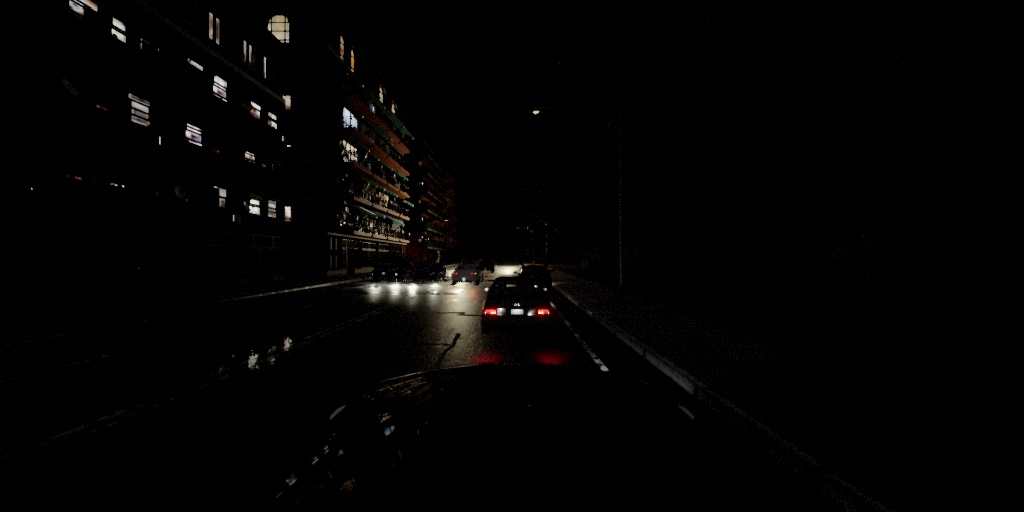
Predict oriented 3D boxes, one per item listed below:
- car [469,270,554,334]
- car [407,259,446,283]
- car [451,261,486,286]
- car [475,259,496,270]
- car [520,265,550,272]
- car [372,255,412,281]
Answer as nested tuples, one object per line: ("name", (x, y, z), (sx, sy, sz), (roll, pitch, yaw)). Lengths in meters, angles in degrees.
("car", (0.118, 1.299, 10.561), (2.033, 1.411, 5.357), (0, 0, 0))
("car", (-6.550, 1.229, 28.646), (1.882, 1.535, 5.008), (0, 0, 0))
("car", (-3.106, 1.277, 25.488), (1.812, 1.442, 4.674), (0, 0, 0))
("car", (-3.070, 1.253, 43.651), (1.837, 1.490, 4.892), (0, 0, 0))
("car", (1.171, 1.257, 20.250), (1.837, 1.490, 4.892), (0, 0, 0))
("car", (-9.798, 0.973, 30.114), (2.150, 2.045, 5.566), (0, 0, 0))
